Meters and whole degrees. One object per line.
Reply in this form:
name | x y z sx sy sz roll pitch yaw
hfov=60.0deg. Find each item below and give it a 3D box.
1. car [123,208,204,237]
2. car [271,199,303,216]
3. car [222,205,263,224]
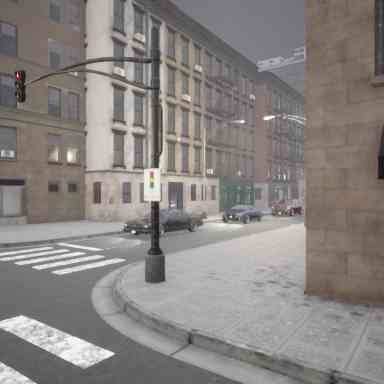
car | -1.391 1.631 18.870 2.033 1.411 5.357 0 0 35
car | 9.985 1.539 34.792 2.097 1.767 4.553 0 0 35
car | 4.065 1.696 26.509 1.994 1.385 4.181 0 0 36
